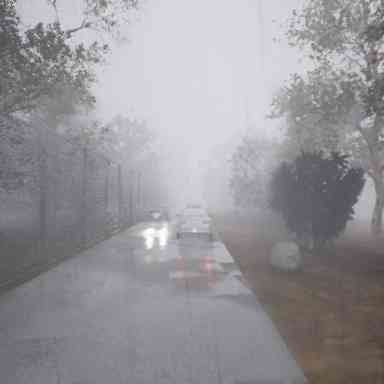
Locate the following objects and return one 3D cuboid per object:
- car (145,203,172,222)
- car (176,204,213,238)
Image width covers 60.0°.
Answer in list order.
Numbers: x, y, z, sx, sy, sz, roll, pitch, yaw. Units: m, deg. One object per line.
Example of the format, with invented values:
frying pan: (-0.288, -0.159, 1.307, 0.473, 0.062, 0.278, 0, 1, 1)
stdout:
car: (-2.779, 1.696, 28.350, 2.128, 1.511, 4.902, 0, -1, 0)
car: (0.130, 1.608, 17.954, 1.812, 1.442, 4.674, 0, -1, 0)
